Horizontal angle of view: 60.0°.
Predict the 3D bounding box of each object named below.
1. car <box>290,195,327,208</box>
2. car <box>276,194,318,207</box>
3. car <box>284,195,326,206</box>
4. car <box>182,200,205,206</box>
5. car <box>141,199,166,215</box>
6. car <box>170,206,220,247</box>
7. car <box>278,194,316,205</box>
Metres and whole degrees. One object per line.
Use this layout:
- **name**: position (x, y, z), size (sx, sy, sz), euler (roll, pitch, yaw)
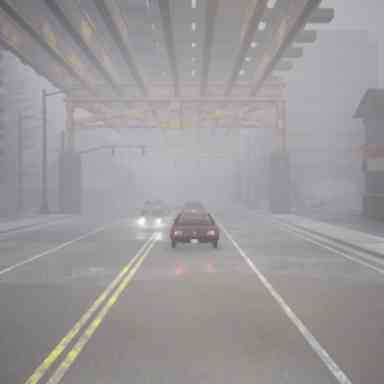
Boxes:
- **car**: position (13.276, 1.141, 39.109), size (4.974, 1.542, 2.038), euler (0, 1, -20)
- **car**: position (13.604, 1.103, 43.267), size (4.974, 1.542, 2.038), euler (0, 1, 25)
- **car**: position (13.325, 0.983, 39.125), size (4.536, 1.218, 1.853), euler (0, 1, -20)
- **car**: position (0.108, 1.359, 27.030), size (1.994, 1.385, 4.181), euler (0, 1, -1)
- **car**: position (-3.496, 1.367, 30.477), size (1.895, 1.301, 4.718), euler (0, 0, 0)
- **car**: position (0.094, 1.511, 14.462), size (1.895, 1.301, 4.718), euler (0, 0, 0)
- **car**: position (13.651, 0.946, 43.244), size (4.536, 1.218, 1.853), euler (0, 1, 25)
